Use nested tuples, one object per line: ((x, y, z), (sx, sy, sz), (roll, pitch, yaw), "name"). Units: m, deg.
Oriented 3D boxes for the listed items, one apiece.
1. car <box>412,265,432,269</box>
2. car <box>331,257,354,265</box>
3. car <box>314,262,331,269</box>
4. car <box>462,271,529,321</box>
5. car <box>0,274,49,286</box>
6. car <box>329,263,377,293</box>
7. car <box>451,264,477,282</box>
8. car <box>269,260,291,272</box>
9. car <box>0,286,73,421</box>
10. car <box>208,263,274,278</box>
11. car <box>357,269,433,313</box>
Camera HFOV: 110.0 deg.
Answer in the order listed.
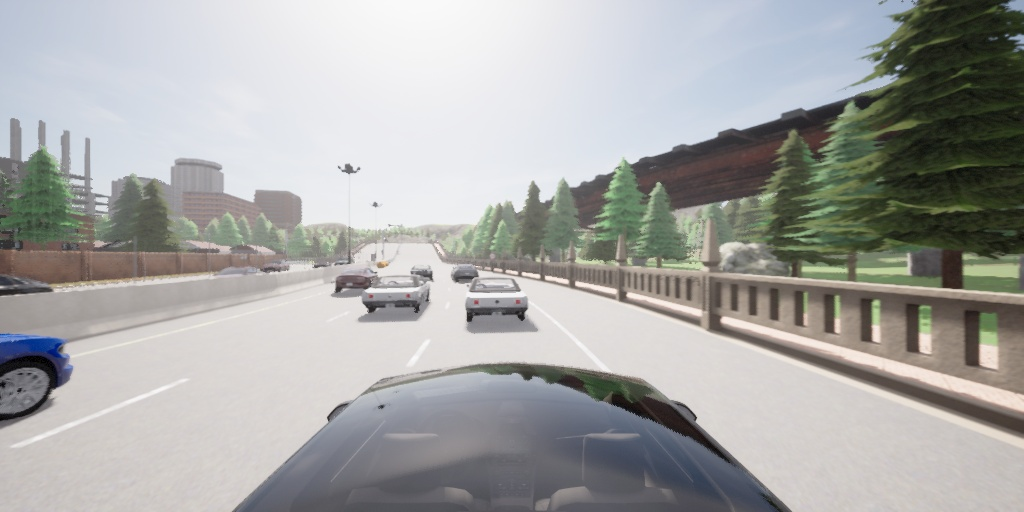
((-8.095, 1.425, 32.081), (1.895, 1.301, 4.718), (0, 0, -15), "car")
((-25.228, 1.143, 54.292), (2.150, 2.045, 5.566), (0, 0, -15), "car")
((-29.254, 1.544, 55.742), (1.895, 1.301, 4.718), (0, 0, -15), "car")
((-0.663, 1.368, 12.627), (1.895, 1.301, 4.718), (0, 0, -6), "car")
((-18.292, 1.346, 11.611), (1.837, 1.490, 4.892), (0, -1, -7), "car")
((-9.146, 1.340, 21.427), (1.812, 1.442, 4.674), (0, 0, -11), "car")
((-4.003, 1.366, 30.137), (1.994, 1.385, 4.181), (0, 0, -14), "car")
((-30.234, 1.287, 46.043), (2.097, 1.767, 4.553), (0, 0, -15), "car")
((-7.040, 1.259, 2.855), (1.882, 1.535, 5.008), (0, 0, 0), "car")
((-16.452, 1.371, 21.518), (1.812, 1.442, 4.674), (0, 0, -12), "car")
((-4.384, 1.386, 14.314), (1.895, 1.301, 4.718), (0, 0, -7), "car")
